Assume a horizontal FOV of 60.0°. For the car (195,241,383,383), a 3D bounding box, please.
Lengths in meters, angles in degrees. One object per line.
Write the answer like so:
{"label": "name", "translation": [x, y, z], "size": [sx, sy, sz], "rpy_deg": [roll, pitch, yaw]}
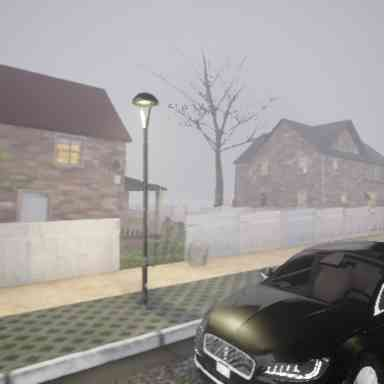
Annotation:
{"label": "car", "translation": [2.290, 1.524, 4.690], "size": [4.892, 1.490, 1.837], "rpy_deg": [1, 0, -35]}
